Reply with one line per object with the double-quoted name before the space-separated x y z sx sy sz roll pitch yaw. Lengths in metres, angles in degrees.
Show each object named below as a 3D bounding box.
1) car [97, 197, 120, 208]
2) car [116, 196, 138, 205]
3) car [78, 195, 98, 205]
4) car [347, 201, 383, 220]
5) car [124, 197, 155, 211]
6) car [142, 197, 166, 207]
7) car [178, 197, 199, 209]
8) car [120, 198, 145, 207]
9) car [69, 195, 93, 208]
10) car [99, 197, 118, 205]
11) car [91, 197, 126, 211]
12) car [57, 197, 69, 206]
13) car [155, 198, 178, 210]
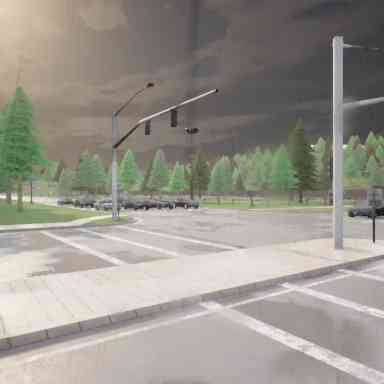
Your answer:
"car" -12.520 1.526 49.702 1.812 1.442 4.674 0 0 -35
"car" -12.047 1.547 61.274 2.033 1.411 5.357 0 0 -34
"car" -18.084 1.352 57.671 2.097 1.767 4.553 0 0 -35
"car" 15.363 1.507 28.657 4.892 1.490 1.837 1 0 -35
"car" -7.159 1.547 42.050 2.033 1.411 5.357 0 0 -35
"car" -6.048 1.564 52.676 1.994 1.385 4.181 0 0 -35
"car" -0.958 1.505 45.402 1.837 1.490 4.892 0 0 -35
"car" -9.193 1.601 51.051 1.895 1.301 4.718 0 0 -35
"car" -15.744 1.547 48.199 2.033 1.411 5.357 0 0 -35
"car" -14.902 1.564 59.237 1.994 1.385 4.181 0 0 -35
"car" -10.203 1.601 40.296 1.895 1.301 4.718 0 0 -35
"car" -21.447 1.564 56.376 1.994 1.385 4.181 0 0 -35
"car" -4.171 1.564 43.887 1.994 1.385 4.181 0 0 -35
